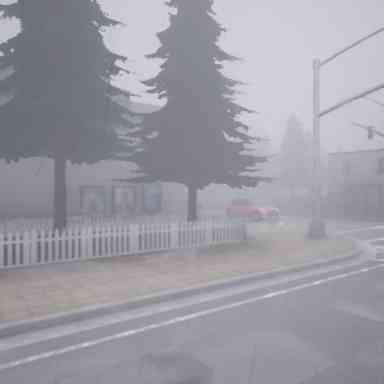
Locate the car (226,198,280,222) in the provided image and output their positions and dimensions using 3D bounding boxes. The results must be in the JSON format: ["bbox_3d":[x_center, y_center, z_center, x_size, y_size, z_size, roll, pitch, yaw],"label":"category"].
[{"bbox_3d":[4.772,1.328,26.337,2.097,1.767,4.553,0,0,-34],"label":"car"}]

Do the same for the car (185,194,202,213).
[{"bbox_3d":[-1.166,1.197,35.216,2.150,2.045,5.566,0,0,-34],"label":"car"}]
